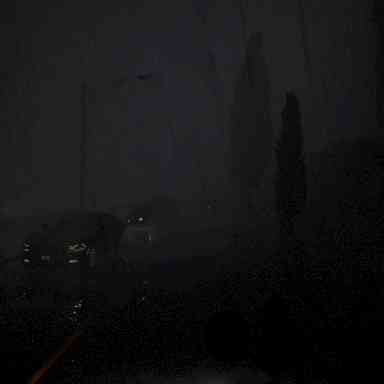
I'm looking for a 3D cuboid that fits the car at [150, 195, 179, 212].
[{"bbox_3d":[-2.500,0.930,28.398,1.882,1.535,5.008,1,0,3],"label":"car"}]

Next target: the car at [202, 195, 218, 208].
[{"bbox_3d":[2.532,1.293,46.502,2.128,1.511,4.902,1,0,4],"label":"car"}]

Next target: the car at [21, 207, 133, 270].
[{"bbox_3d":[-3.580,1.388,10.938,1.882,1.535,5.008,1,0,3],"label":"car"}]

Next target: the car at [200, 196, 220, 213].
[{"bbox_3d":[1.937,1.354,35.248,1.837,1.490,4.892,1,0,4],"label":"car"}]

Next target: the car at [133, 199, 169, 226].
[{"bbox_3d":[-2.970,1.428,21.850,1.994,1.385,4.181,1,0,3],"label":"car"}]

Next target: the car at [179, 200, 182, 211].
[{"bbox_3d":[-2.161,1.313,35.270,1.837,1.490,4.892,1,0,4],"label":"car"}]
